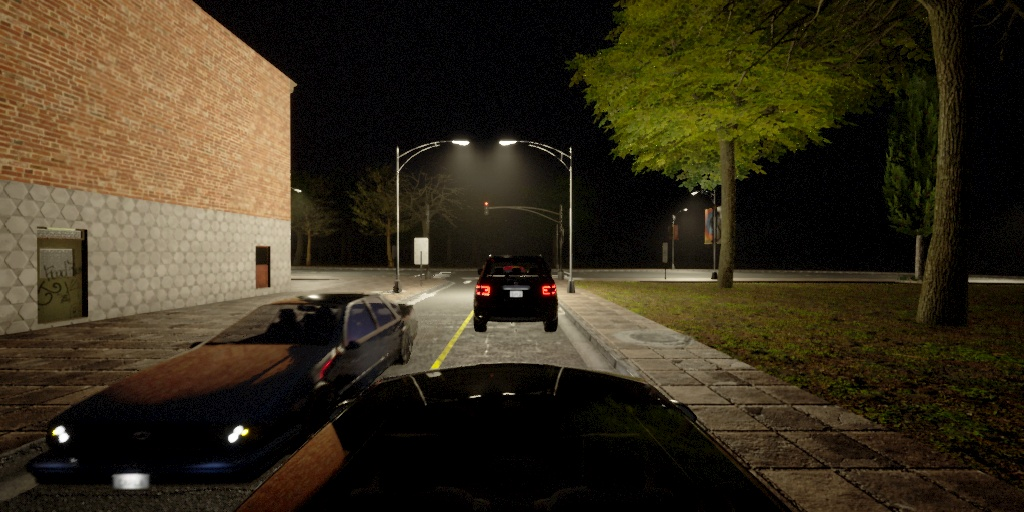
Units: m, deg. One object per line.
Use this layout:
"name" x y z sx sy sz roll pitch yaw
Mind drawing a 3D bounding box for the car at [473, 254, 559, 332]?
"car" 0.088 0.980 11.002 2.150 2.045 5.566 0 0 0

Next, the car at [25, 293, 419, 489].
"car" -2.852 1.298 5.343 2.033 1.411 5.357 0 0 0
